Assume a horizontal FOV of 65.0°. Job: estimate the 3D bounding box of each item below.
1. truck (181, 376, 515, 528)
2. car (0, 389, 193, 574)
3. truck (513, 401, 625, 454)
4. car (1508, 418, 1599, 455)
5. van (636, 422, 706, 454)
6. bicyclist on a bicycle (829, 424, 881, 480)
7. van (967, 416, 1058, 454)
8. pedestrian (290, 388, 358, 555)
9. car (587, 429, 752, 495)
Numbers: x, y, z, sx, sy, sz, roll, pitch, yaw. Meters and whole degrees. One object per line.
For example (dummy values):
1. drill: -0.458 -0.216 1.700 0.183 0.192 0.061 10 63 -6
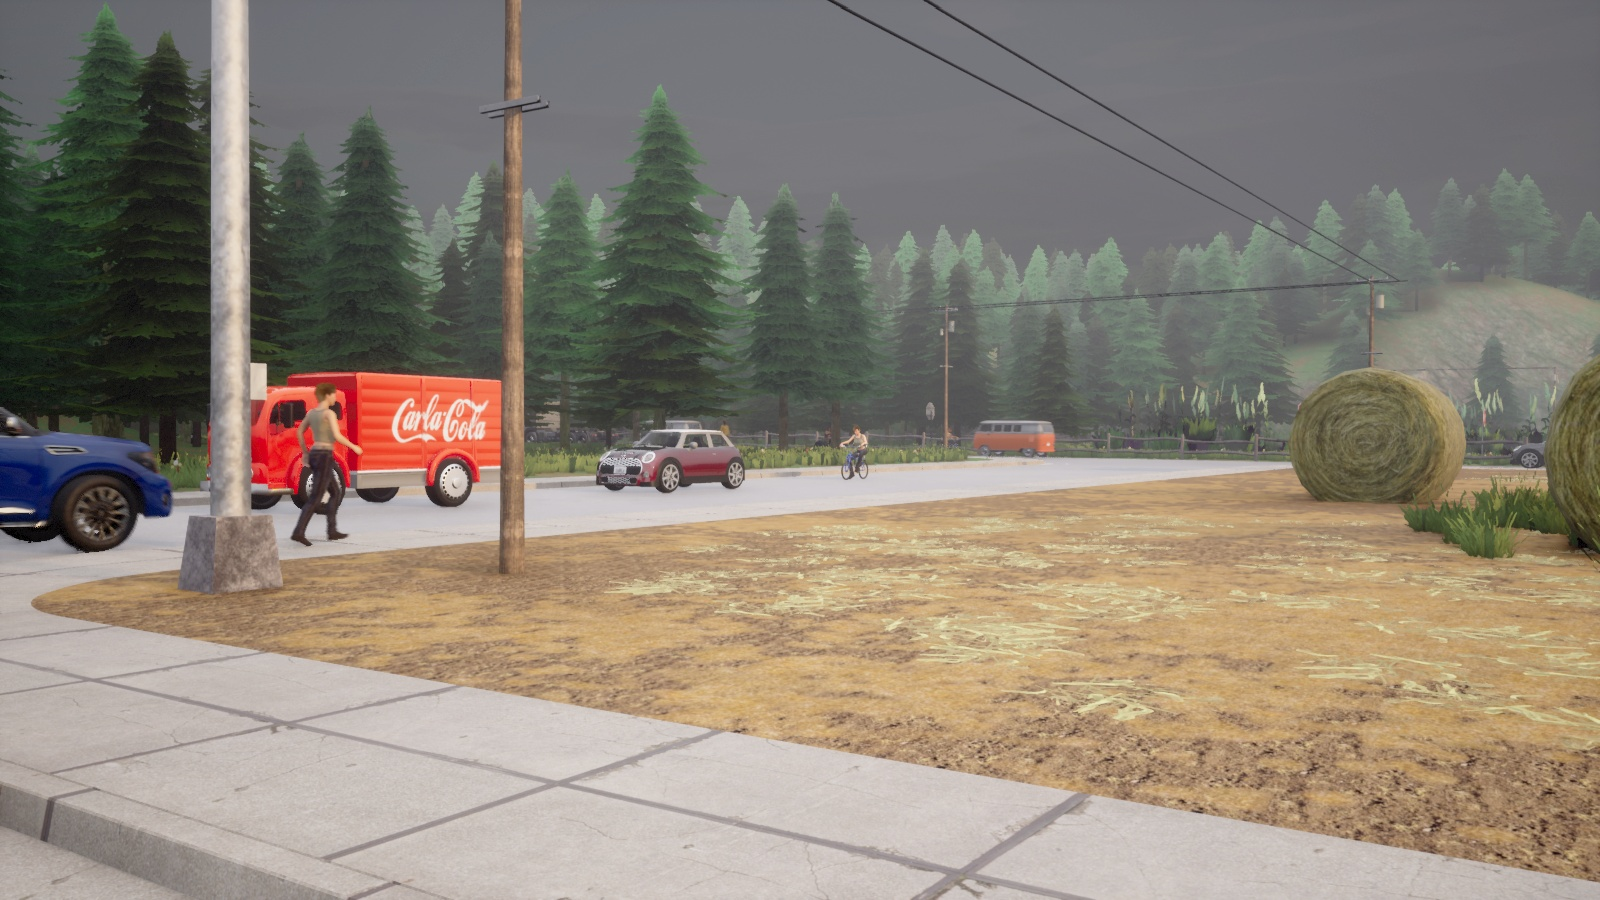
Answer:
1. truck: -8.141 -0.019 23.156 2.627 2.467 5.204 0 1 35
2. car: -10.114 0.362 14.041 2.150 2.045 5.566 0 1 39
3. truck: -16.085 -1.525 87.023 7.936 3.462 2.891 0 1 36
4. car: 31.402 -0.564 51.547 3.806 1.475 1.970 0 1 38
5. van: -8.390 -0.790 81.490 4.442 1.987 1.775 0 1 36
6. bicyclist on a bicycle: 1.641 0.045 37.323 0.866 1.612 1.509 0 1 34
7. van: 11.316 -0.792 66.912 4.442 1.987 1.775 0 1 37
8. pedestrian: -5.380 0.231 14.200 0.594 1.836 0.345 -2 1 -43
9. car: -3.095 0.248 30.457 1.970 1.475 3.806 0 1 35
